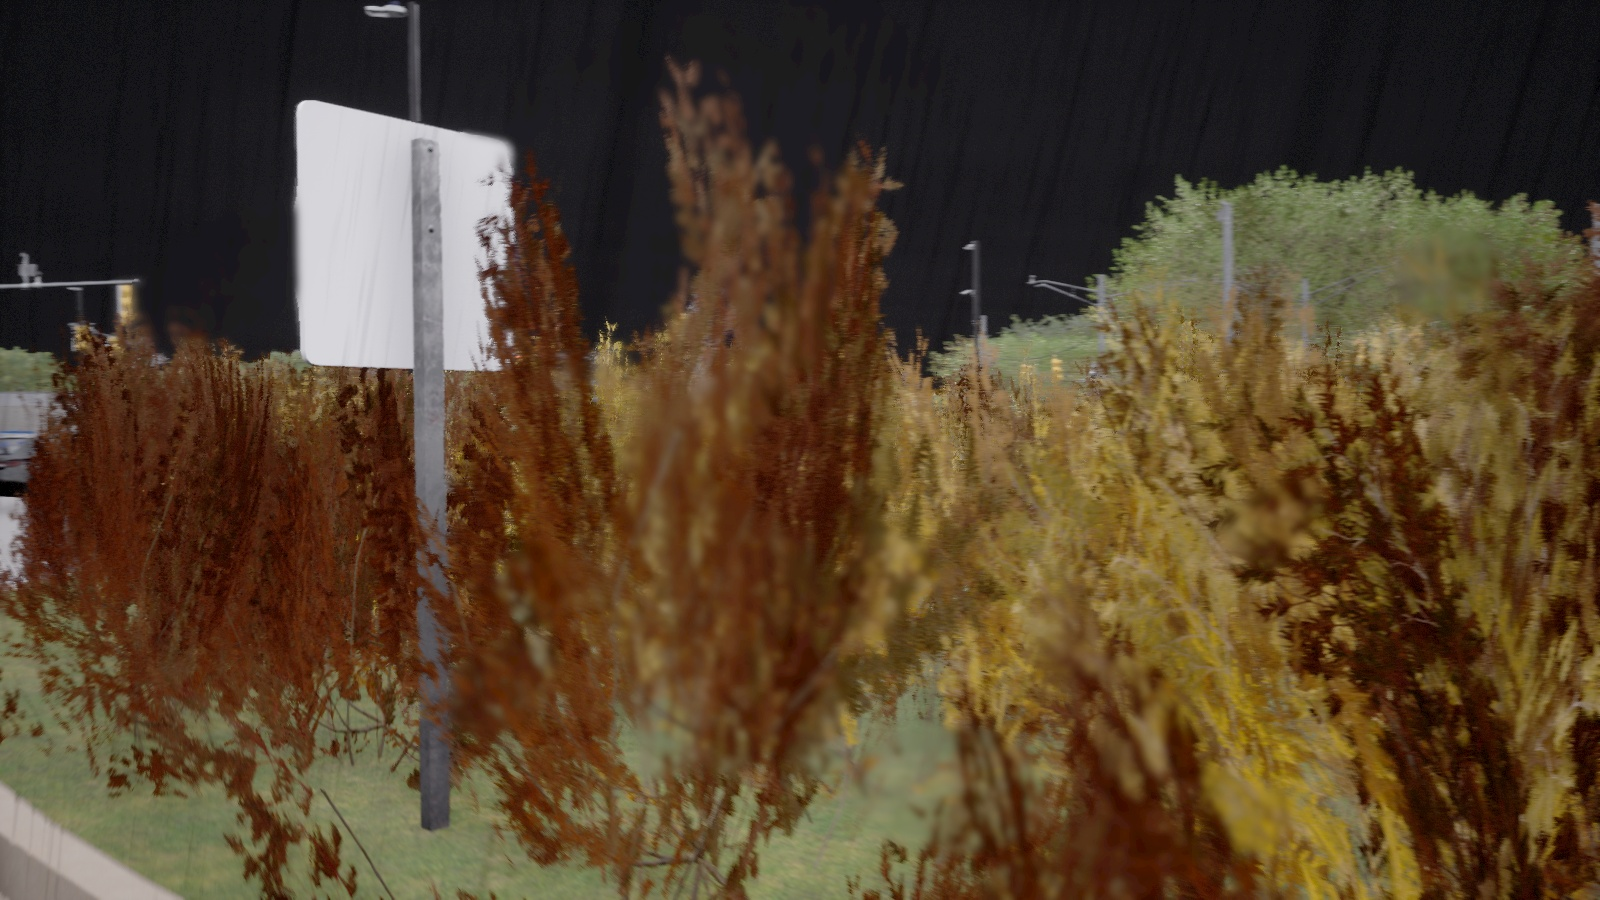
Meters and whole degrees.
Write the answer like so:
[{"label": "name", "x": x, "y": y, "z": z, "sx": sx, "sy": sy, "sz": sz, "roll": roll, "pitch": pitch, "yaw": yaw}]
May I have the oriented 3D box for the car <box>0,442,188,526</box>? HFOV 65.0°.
[{"label": "car", "x": -14.878, "y": 0.648, "z": 25.595, "sx": 1.816, "sy": 1.474, "sz": 4.193, "roll": -2, "pitch": 1, "yaw": 20}]
